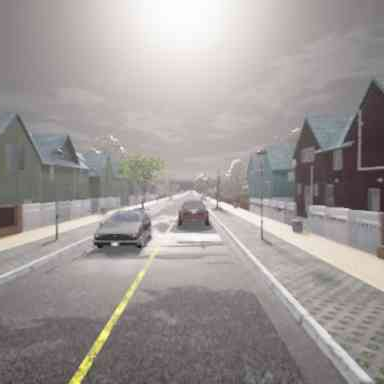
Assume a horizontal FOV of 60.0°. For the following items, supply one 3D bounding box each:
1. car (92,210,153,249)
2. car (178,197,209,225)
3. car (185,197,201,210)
[{"bbox_3d":[-2.859,1.529,14.867,2.033,1.411,5.357,0,0,-1],"label":"car"},{"bbox_3d":[0.106,1.328,23.814,2.097,1.767,4.553,0,0,0],"label":"car"},{"bbox_3d":[0.112,1.465,42.434,1.837,1.490,4.892,0,0,0],"label":"car"}]
